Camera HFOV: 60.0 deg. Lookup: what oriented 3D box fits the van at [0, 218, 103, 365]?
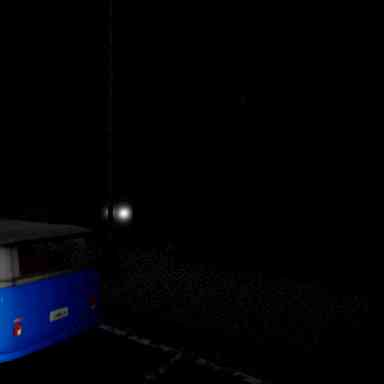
[{"bbox_3d":[-3.224,1.340,5.377,3.998,1.788,1.690,0,0,36],"label":"van"}]
